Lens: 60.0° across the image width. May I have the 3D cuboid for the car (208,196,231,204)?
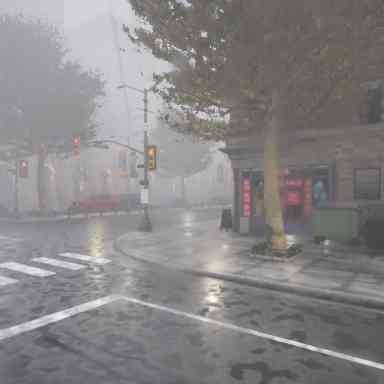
[{"bbox_3d":[4.799,1.493,63.200,2.128,1.511,4.902,0,0,36],"label":"car"}]

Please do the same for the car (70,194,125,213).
[{"bbox_3d":[-10.451,1.221,36.239,2.150,2.045,5.566,0,0,36],"label":"car"}]

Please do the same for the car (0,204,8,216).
[{"bbox_3d":[-19.226,1.525,30.054,1.812,1.442,4.674,0,0,36],"label":"car"}]

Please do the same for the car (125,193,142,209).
[{"bbox_3d":[-9.067,1.221,44.133,2.150,2.045,5.566,0,0,36],"label":"car"}]

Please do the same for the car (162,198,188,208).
[{"bbox_3d":[-2.356,1.526,47.423,1.812,1.442,4.674,0,0,36],"label":"car"}]

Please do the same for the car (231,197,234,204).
[{"bbox_3d":[8.928,1.351,62.905,2.097,1.767,4.553,0,0,36],"label":"car"}]
